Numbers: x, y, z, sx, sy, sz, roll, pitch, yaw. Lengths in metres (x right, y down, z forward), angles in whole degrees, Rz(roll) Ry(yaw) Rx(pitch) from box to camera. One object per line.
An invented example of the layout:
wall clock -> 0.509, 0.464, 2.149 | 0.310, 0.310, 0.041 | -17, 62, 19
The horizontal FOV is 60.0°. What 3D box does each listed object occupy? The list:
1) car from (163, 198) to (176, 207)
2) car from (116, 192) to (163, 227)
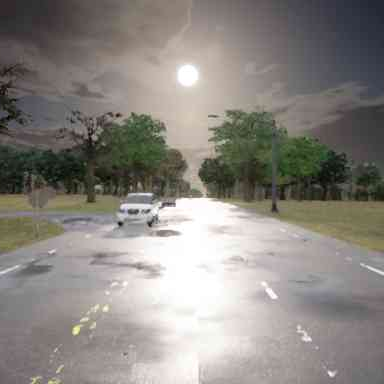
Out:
car -> -3.515, 1.581, 51.662 | 1.994, 1.385, 4.181 | 0, 0, 0
car -> -3.484, 1.067, 22.361 | 2.150, 2.045, 5.566 | 1, 1, 0
